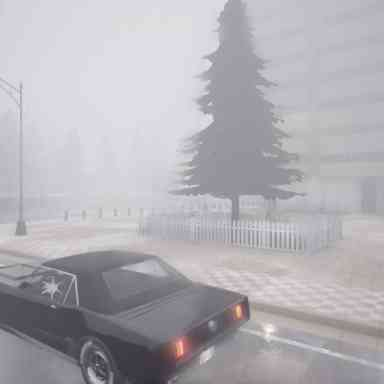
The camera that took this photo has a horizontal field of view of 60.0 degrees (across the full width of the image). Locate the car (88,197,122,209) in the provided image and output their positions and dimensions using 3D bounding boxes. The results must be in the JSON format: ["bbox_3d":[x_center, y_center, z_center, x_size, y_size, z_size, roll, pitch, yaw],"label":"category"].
[{"bbox_3d":[-11.970,1.477,45.773,1.882,1.535,5.008,0,0,36],"label":"car"}]

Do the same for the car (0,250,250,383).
[{"bbox_3d":[-1.622,1.601,5.166,4.718,1.301,1.895,0,0,36],"label":"car"}]

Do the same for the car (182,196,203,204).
[{"bbox_3d":[0.088,1.359,62.329,2.097,1.767,4.553,0,0,36],"label":"car"}]
